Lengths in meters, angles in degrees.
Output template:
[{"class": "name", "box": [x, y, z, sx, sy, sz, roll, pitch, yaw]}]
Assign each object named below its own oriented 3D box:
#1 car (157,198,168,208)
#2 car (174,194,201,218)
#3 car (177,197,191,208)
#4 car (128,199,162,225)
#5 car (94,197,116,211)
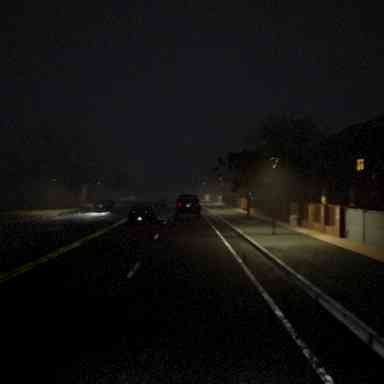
[{"class": "car", "box": [-4.462, 1.523, 48.522, 2.033, 1.411, 5.357, 0, 0, -3]}, {"class": "car", "box": [-0.400, 1.201, 29.707, 2.150, 2.045, 5.566, 0, 0, -2]}, {"class": "car", "box": [-1.233, 1.532, 48.703, 1.994, 1.385, 4.181, 0, 0, -3]}, {"class": "car", "box": [-3.495, 1.493, 24.266, 1.837, 1.490, 4.892, 0, 0, -2]}, {"class": "car", "box": [-10.701, 1.432, 41.066, 2.128, 1.511, 4.902, 0, 0, -3]}]
